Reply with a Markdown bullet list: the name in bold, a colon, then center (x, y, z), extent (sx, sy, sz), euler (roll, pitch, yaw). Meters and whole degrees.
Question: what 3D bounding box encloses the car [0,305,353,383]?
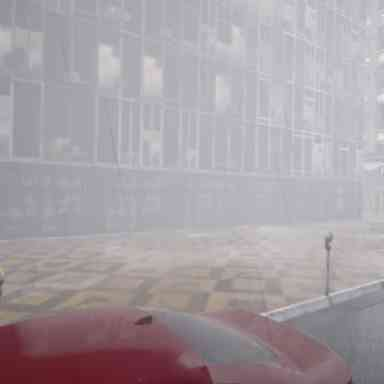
- **car**: center (-0.938, 1.512, 1.807), extent (4.507, 1.381, 1.887), euler (0, 1, -34)
